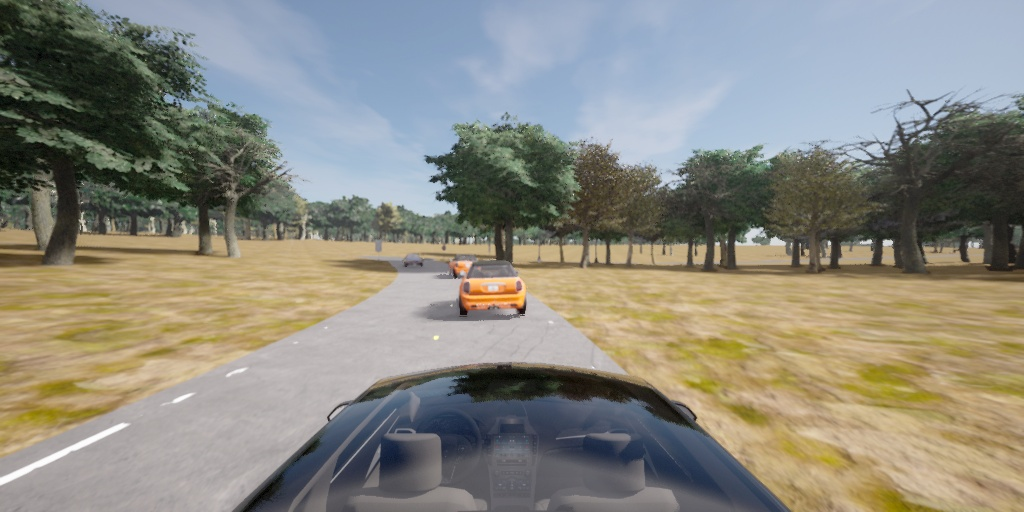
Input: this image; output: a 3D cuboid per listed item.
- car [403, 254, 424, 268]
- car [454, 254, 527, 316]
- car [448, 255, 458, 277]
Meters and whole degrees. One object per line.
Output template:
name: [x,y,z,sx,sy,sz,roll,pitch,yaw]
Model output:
car: [-11.053,0.490,39.892,1.812,1.442,4.674,0,2,-21]
car: [-0.785,0.928,12.769,2.097,1.767,4.553,-1,1,-6]
car: [-3.740,0.642,27.903,2.097,1.767,4.553,0,1,-15]
